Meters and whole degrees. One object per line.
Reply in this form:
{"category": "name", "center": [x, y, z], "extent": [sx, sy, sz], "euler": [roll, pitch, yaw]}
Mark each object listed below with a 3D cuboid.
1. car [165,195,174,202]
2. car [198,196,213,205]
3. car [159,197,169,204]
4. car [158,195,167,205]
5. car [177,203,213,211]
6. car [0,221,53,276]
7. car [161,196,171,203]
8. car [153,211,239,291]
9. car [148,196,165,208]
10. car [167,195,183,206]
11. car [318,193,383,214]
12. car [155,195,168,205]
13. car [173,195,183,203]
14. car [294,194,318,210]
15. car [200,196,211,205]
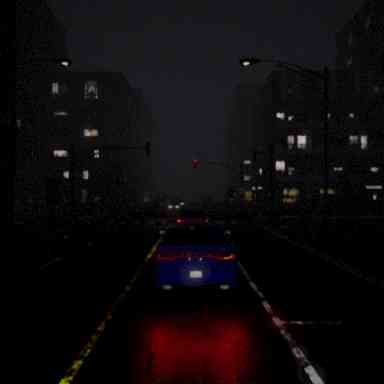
{"category": "car", "center": [-5.816, 1.713, 86.439], "extent": [1.967, 1.590, 4.097], "euler": [0, 0, 0]}
{"category": "car", "center": [2.605, 1.614, 58.041], "extent": [1.967, 1.590, 4.097], "euler": [0, 0, 0]}
{"category": "car", "center": [-5.792, 1.737, 69.221], "extent": [1.752, 1.417, 4.829], "euler": [0, 0, 0]}
{"category": "car", "center": [-5.775, 1.699, 57.857], "extent": [1.752, 1.417, 4.829], "euler": [0, 0, 0]}
{"category": "car", "center": [0.071, 1.576, 18.458], "extent": [1.812, 1.442, 4.674], "euler": [0, 0, 1]}
{"category": "car", "center": [-5.756, 1.610, 10.320], "extent": [1.802, 1.307, 4.206], "euler": [0, 0, 0]}
{"category": "car", "center": [-5.800, 1.672, 75.074], "extent": [1.967, 1.590, 4.097], "euler": [0, 0, 0]}
{"category": "car", "center": [0.089, 1.502, 9.089], "extent": [1.882, 1.535, 5.008], "euler": [0, 0, 0]}
{"category": "car", "center": [-5.767, 1.721, 52.344], "extent": [1.947, 1.339, 4.313], "euler": [0, 0, 0]}
{"category": "car", "center": [-3.142, 1.724, 58.769], "extent": [2.033, 1.411, 5.357], "euler": [0, 0, 0]}
{"category": "car", "center": [14.649, 1.110, 30.313], "extent": [5.009, 1.841, 2.192], "euler": [-1, 1, -1]}
{"category": "car", "center": [-5.784, 1.508, 63.710], "extent": [2.192, 1.841, 5.009], "euler": [0, 0, 0]}
{"category": "car", "center": [-3.110, 1.587, 75.141], "extent": [2.097, 1.767, 4.553], "euler": [0, 0, 0]}
{"category": "car", "center": [14.503, 1.118, 38.691], "extent": [5.009, 1.841, 2.192], "euler": [-1, 1, -1]}
{"category": "car", "center": [2.597, 1.633, 63.723], "extent": [1.967, 1.590, 4.097], "euler": [0, 0, 0]}
